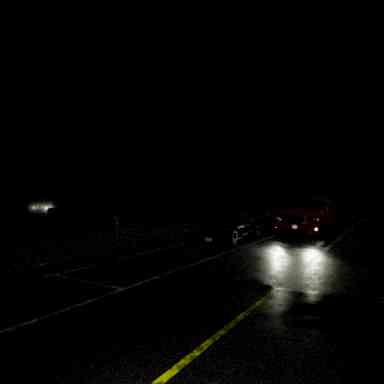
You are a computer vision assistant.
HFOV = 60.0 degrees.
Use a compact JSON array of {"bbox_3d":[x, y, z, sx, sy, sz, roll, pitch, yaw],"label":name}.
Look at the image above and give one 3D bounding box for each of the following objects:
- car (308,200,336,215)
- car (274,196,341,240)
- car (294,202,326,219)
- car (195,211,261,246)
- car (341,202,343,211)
[{"bbox_3d":[13.448,1.567,34.165,1.947,1.339,4.313,0,0,32],"label":"car"},{"bbox_3d":[6.100,1.222,17.435,2.150,2.045,5.566,0,0,32],"label":"car"},{"bbox_3d":[10.538,1.583,29.468,1.802,1.307,4.206,0,0,32],"label":"car"},{"bbox_3d":[1.807,1.566,15.379,1.947,1.339,4.313,0,0,32],"label":"car"},{"bbox_3d":[16.359,1.442,38.861,1.967,1.590,4.097,0,0,32],"label":"car"}]
